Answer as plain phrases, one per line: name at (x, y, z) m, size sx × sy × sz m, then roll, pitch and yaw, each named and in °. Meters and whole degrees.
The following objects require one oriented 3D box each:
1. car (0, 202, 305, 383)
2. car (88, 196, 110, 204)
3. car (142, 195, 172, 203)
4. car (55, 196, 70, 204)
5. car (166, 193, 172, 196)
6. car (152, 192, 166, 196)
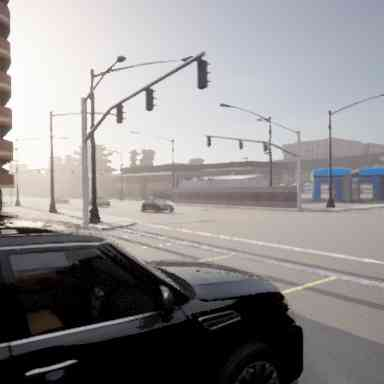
car at (-1.489, 1.220, 2.710) m, size 5.566 × 2.045 × 2.150 m, roll 0°, pitch 0°, yaw -35°
car at (-13.201, 1.396, 47.239) m, size 1.837 × 1.490 × 4.892 m, roll -1°, pitch 0°, yaw -37°
car at (-3.671, 1.395, 34.429) m, size 1.812 × 1.442 × 4.674 m, roll -1°, pitch 1°, yaw -37°
car at (-24.416, 1.438, 62.438) m, size 1.812 × 1.442 × 4.674 m, roll -1°, pitch 1°, yaw -36°
car at (-3.192, 0.943, 74.865) m, size 3.806 × 1.475 × 1.970 m, roll -1°, pitch 1°, yaw -35°
car at (-7.169, 0.801, 79.081) m, size 4.611 × 1.667 × 2.242 m, roll -1°, pitch 1°, yaw -35°
